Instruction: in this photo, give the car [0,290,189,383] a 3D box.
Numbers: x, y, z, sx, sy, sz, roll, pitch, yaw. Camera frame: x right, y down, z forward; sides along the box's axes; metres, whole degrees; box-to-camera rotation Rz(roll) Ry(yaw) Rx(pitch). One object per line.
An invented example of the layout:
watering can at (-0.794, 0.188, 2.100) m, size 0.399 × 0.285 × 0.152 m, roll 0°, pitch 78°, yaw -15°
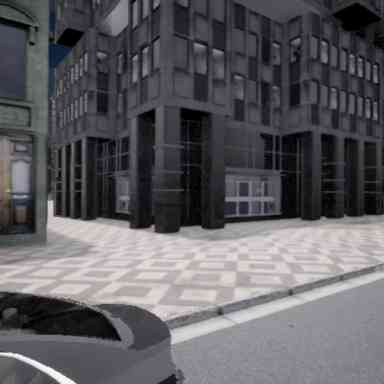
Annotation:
car at (-2.294, 1.505, 1.743) m, size 4.892 × 1.490 × 1.837 m, roll 0°, pitch 0°, yaw -36°
